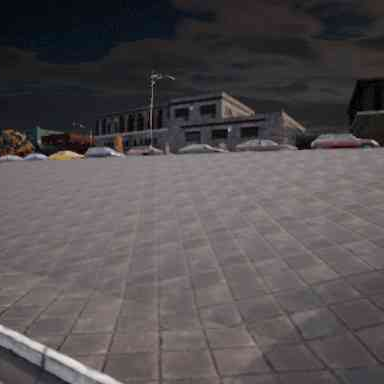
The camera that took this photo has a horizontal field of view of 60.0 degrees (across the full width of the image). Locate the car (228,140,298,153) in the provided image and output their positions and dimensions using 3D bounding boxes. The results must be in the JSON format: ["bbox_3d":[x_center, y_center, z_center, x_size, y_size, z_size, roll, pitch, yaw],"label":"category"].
[{"bbox_3d":[5.778,-3.362,26.208,4.892,1.521,2.231,1,1,27],"label":"car"}]

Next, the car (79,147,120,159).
[{"bbox_3d":[-8.911,-3.806,34.072,4.553,1.767,2.185,1,1,31],"label":"car"}]

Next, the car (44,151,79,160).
[{"bbox_3d":[-13.665,-3.786,36.888,5.008,1.535,2.097,1,1,32],"label":"car"}]

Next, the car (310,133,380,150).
[{"bbox_3d":[10.859,-3.361,23.766,4.553,1.767,2.185,1,1,26],"label":"car"}]

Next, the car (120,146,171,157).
[{"bbox_3d":[-3.918,-3.542,31.272,4.792,1.488,2.163,1,1,29],"label":"car"}]

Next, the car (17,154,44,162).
[{"bbox_3d":[-18.377,-3.852,39.816,4.674,1.452,2.002,1,1,33],"label":"car"}]

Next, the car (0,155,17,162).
[{"bbox_3d":[-23.024,-3.992,42.845,4.892,1.521,2.231,1,1,34],"label":"car"}]

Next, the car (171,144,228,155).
[{"bbox_3d":[0.946,-3.427,28.666,4.674,1.452,2.002,1,1,28],"label":"car"}]
